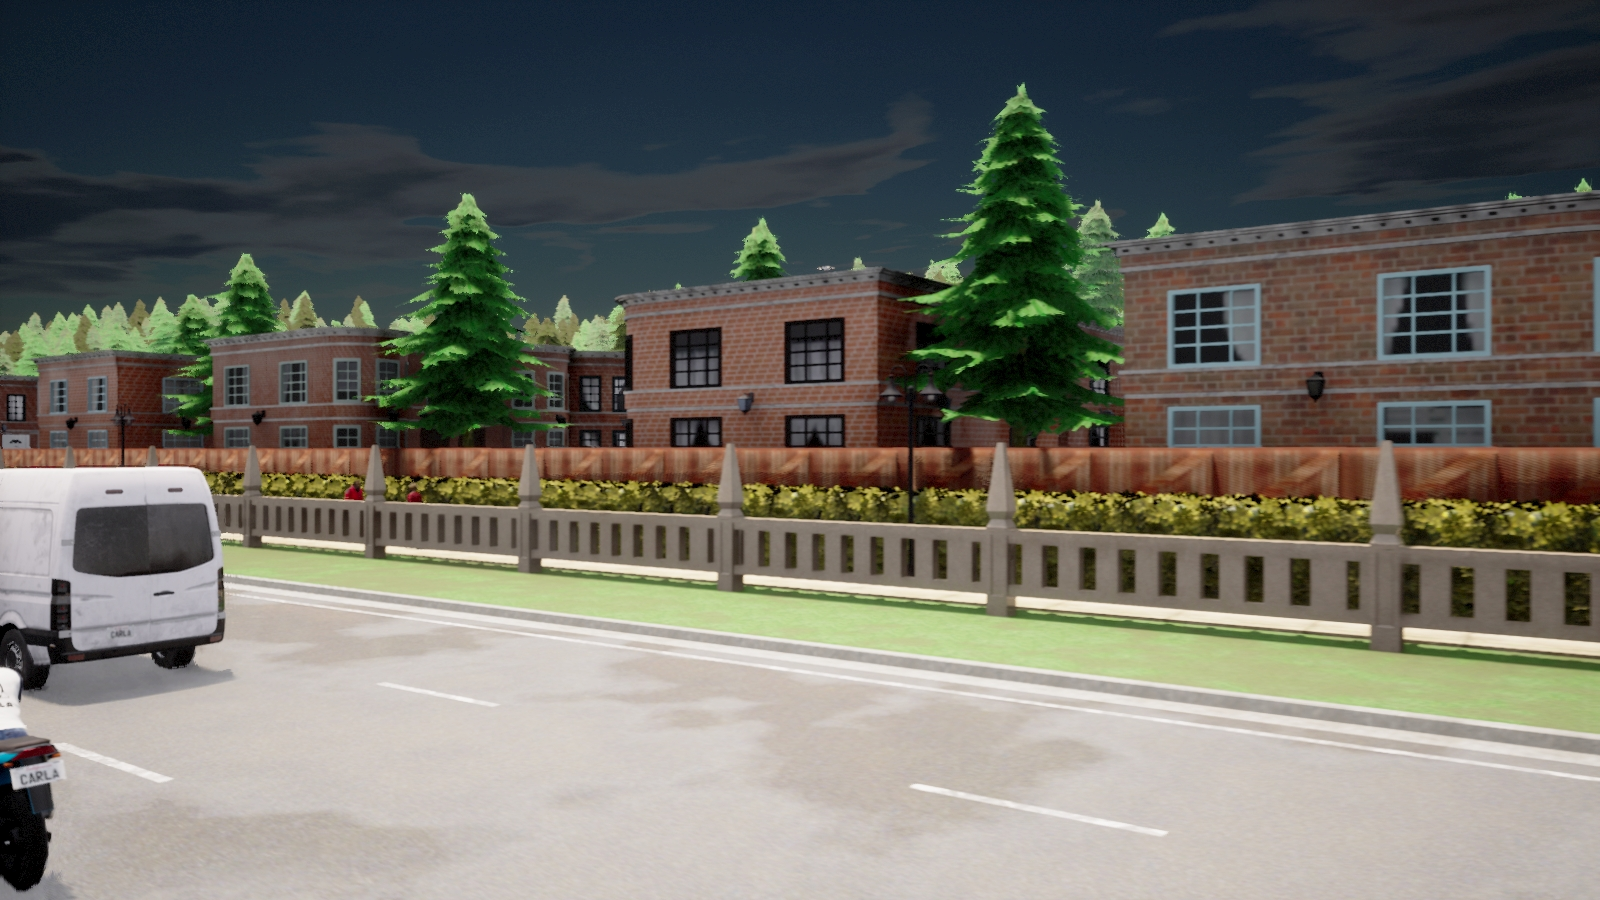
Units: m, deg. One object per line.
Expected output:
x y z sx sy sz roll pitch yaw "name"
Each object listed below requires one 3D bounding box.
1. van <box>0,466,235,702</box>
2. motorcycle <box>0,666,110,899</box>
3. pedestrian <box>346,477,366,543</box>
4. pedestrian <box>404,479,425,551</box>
-10.002 1.529 15.053 5.915 2.561 1.988 -1 -1 35 "van"
-5.537 2.185 7.664 2.033 1.199 0.803 0 0 35 "motorcycle"
-12.607 1.700 32.435 0.375 1.860 0.375 0 0 31 "pedestrian"
-10.097 1.700 29.957 0.375 1.860 0.375 0 0 35 "pedestrian"
